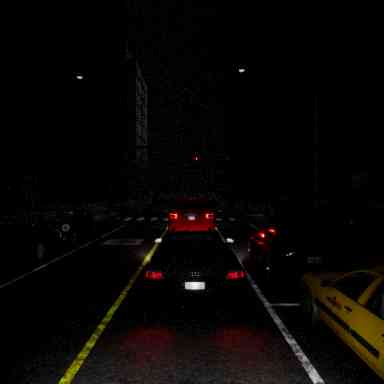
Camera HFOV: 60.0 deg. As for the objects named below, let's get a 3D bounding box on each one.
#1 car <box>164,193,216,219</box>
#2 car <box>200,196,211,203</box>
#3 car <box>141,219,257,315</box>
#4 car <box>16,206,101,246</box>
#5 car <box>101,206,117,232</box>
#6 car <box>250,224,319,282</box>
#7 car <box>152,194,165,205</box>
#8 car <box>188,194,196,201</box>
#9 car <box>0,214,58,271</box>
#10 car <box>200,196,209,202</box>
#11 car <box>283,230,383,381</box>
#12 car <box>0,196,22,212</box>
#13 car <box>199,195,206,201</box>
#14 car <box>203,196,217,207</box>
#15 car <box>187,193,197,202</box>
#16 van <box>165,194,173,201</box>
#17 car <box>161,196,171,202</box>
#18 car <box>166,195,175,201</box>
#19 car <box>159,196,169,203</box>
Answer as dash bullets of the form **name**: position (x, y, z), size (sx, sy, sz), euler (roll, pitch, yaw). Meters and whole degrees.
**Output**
- **car**: position (-0.008, 1.223, 17.091), size (2.150, 2.045, 5.566), euler (0, 0, 0)
- **car**: position (2.716, 1.571, 68.739), size (2.008, 1.369, 4.403), euler (0, 0, 0)
- **car**: position (0.054, 1.564, 7.670), size (1.994, 1.385, 4.181), euler (0, 0, 0)
- **car**: position (-5.774, 1.441, 14.994), size (1.967, 1.590, 4.097), euler (0, 0, 0)
- **car**: position (-5.777, 1.527, 20.281), size (1.752, 1.417, 4.829), euler (0, 0, 0)
- **car**: position (2.755, 1.566, 9.544), size (1.947, 1.339, 4.313), euler (0, 0, 0)
- **car**: position (-5.802, 1.329, 57.858), size (2.192, 1.841, 5.009), euler (0, 0, 0)
- **car**: position (-0.059, 1.389, 88.968), size (2.097, 1.767, 4.553), euler (0, 0, 0)
- **car**: position (-5.771, 1.545, 9.537), size (1.887, 1.381, 4.507), euler (0, 0, 0)
- **car**: position (2.713, 1.568, 74.177), size (1.887, 1.381, 4.507), euler (0, 0, 0)
- **car**: position (2.758, 1.525, 4.257), size (1.752, 1.417, 4.829), euler (0, 0, 0)
- **car**: position (-17.940, 1.171, 31.902), size (4.902, 1.511, 2.128), euler (1, 0, 0)
- **car**: position (2.705, 1.556, 85.222), size (1.752, 1.417, 4.829), euler (0, 0, 0)
- **car**: position (2.727, 1.452, 52.426), size (1.967, 1.590, 4.097), euler (0, 0, 0)
- **car**: position (-0.052, 1.251, 78.353), size (2.150, 2.045, 5.566), euler (0, 0, 0)
- **van**: position (-5.820, 1.372, 85.046), size (1.690, 1.788, 3.998), euler (0, 0, 0)
- **car**: position (-5.812, 1.548, 74.001), size (1.752, 1.417, 4.829), euler (0, 0, 0)
- **car**: position (-5.823, 1.585, 90.484), size (2.008, 1.369, 4.403), euler (0, 0, 0)
- **car**: position (-5.809, 1.602, 68.733), size (1.802, 1.307, 4.206), euler (0, 0, 0)
